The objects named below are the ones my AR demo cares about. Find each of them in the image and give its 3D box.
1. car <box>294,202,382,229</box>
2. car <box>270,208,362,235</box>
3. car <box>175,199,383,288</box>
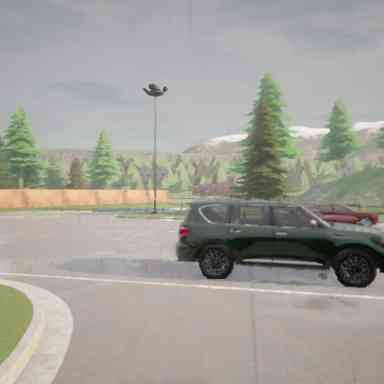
[{"bbox_3d":[9.412,1.473,21.856,5.008,1.535,1.882,0,0,13],"label":"car"},{"bbox_3d":[6.832,1.597,18.857,4.718,1.301,1.895,0,0,13],"label":"car"},{"bbox_3d":[2.312,1.221,9.121,5.566,2.045,2.150,0,0,13],"label":"car"}]
